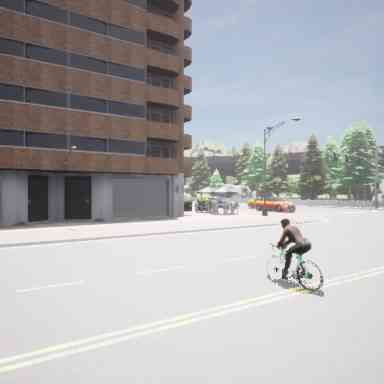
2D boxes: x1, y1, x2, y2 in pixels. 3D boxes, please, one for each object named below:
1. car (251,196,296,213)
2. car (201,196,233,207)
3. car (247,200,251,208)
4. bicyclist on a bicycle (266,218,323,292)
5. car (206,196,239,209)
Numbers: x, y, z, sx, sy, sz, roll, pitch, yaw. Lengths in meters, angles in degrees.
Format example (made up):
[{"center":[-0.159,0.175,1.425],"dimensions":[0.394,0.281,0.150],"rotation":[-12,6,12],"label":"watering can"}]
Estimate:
[{"center":[9.220,1.296,36.753],"dimensions":[2.097,1.767,4.553],"rotation":[0,0,-33],"label":"car"},{"center":[3.763,1.422,50.659],"dimensions":[1.882,1.535,5.008],"rotation":[0,0,-39],"label":"car"},{"center":[9.327,1.422,42.873],"dimensions":[1.882,1.535,5.008],"rotation":[0,0,-34],"label":"car"},{"center":[2.353,1.455,7.853],"dimensions":[0.582,1.620,1.656],"rotation":[0,-2,-34],"label":"bicyclist on a bicycle"},{"center":[3.992,1.492,44.651],"dimensions":[2.033,1.411,5.357],"rotation":[0,0,-34],"label":"car"}]
